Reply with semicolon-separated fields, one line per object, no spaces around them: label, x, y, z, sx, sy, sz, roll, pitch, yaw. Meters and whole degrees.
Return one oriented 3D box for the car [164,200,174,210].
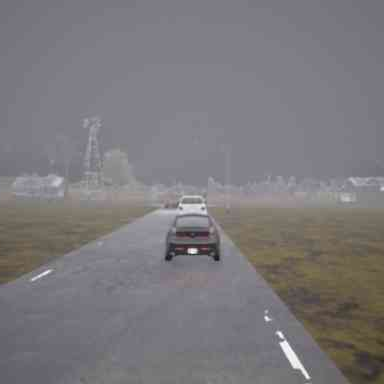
car;-2.798;1.743;46.031;1.895;1.301;4.718;0;0;1

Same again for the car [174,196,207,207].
car;0.028;1.320;26.478;2.150;2.045;5.566;0;0;1

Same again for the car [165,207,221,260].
car;0.044;1.560;12.632;1.837;1.490;4.892;0;0;1
